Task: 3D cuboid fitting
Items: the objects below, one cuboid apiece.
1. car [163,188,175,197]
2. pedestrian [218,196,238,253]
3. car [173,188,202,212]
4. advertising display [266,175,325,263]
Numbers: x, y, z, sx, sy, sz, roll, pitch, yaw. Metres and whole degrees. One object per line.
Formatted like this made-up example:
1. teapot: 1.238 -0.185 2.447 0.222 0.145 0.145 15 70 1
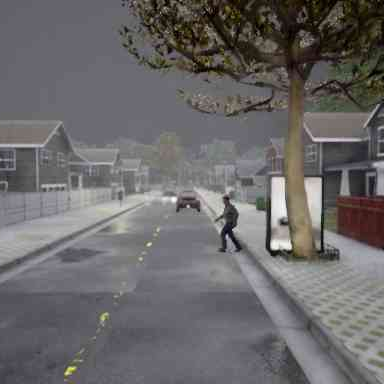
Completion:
1. car: -3.510 0.079 51.900 1.895 1.301 4.718 0 2 0
2. pedestrian: 1.119 0.980 10.379 0.375 1.860 0.375 -1 2 -9
3. car: -0.285 0.709 26.743 1.837 1.490 4.892 0 2 0
4. advertising display: 2.895 0.740 9.358 1.540 2.440 0.280 0 2 -1
